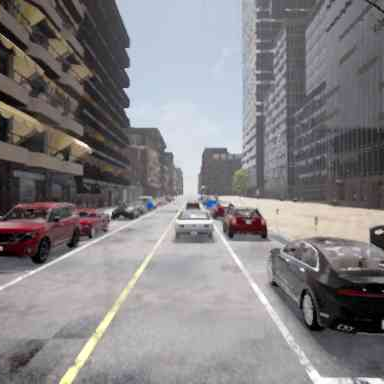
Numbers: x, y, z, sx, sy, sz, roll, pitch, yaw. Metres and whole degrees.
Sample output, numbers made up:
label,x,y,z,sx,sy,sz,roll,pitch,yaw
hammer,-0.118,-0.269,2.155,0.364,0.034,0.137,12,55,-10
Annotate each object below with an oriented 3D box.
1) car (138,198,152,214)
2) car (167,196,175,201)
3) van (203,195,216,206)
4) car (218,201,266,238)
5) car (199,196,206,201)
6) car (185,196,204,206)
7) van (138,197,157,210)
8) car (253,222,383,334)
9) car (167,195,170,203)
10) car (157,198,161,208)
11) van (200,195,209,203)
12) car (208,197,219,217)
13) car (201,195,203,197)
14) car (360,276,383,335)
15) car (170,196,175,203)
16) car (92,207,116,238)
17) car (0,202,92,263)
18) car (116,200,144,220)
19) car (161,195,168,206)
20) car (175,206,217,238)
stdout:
label,x,y,z,sx,sy,sz,roll,pitch,yaw
car,-5.664,1.631,34.534,2.008,1.369,4.403,1,0,0
car,-5.641,1.765,90.231,1.887,1.381,4.507,1,0,0
van,2.725,1.448,45.670,1.690,1.788,3.998,1,0,0
car,2.711,1.481,17.821,1.967,1.590,4.097,1,0,0
car,2.740,1.746,90.396,1.752,1.417,4.829,1,0,0
car,0.120,1.651,44.317,2.033,1.411,5.357,0,0,0
van,-5.658,1.435,40.105,1.690,1.788,3.998,1,0,0
car,2.705,1.566,6.681,2.008,1.369,4.403,1,0,0
car,-5.652,1.673,62.213,1.752,1.417,4.829,1,0,0
car,-5.658,1.632,45.504,1.752,1.417,4.829,1,0,0
van,2.736,1.517,73.519,1.690,1.788,3.998,1,0,0
car,2.716,1.507,28.961,1.967,1.590,4.097,1,0,0
car,2.726,1.716,56.808,1.802,1.307,4.206,1,0,0
car,2.703,1.554,1.113,2.008,1.369,4.403,1,0,0
car,-5.644,1.491,73.523,2.192,1.841,5.009,1,0,0
car,-5.671,1.585,17.825,1.887,1.381,4.507,1,0,0
car,-5.669,1.343,12.256,2.192,1.841,5.009,1,0,0
car,-5.666,1.633,28.965,1.947,1.339,4.313,1,0,0
car,-5.654,1.685,56.812,2.008,1.369,4.403,1,0,0
car,0.109,1.642,17.903,1.895,1.301,4.718,0,0,0
